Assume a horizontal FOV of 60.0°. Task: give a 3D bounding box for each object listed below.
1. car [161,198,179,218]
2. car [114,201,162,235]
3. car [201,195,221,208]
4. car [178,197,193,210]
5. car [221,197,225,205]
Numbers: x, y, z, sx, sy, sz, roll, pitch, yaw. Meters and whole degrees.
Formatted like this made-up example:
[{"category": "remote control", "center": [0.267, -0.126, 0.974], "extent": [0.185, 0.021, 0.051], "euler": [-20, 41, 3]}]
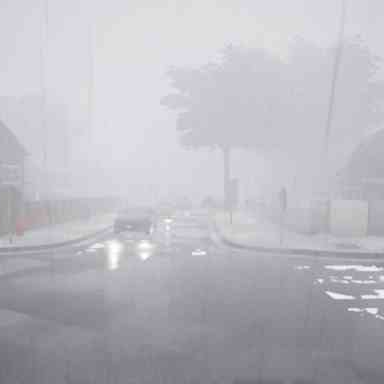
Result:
[{"category": "car", "center": [-2.651, 1.562, 30.825], "extent": [1.837, 1.490, 4.892], "euler": [0, 0, 5]}, {"category": "car", "center": [-3.152, 1.509, 19.428], "extent": [1.882, 1.535, 5.008], "euler": [0, 0, 1]}, {"category": "car", "center": [2.746, 1.489, 51.513], "extent": [2.097, 1.767, 4.553], "euler": [0, 0, 11]}, {"category": "car", "center": [-1.183, 1.451, 44.393], "extent": [2.097, 1.767, 4.553], "euler": [0, 0, 8]}, {"category": "car", "center": [4.745, 1.503, 61.227], "extent": [2.097, 1.767, 4.553], "euler": [1, 0, 14]}]
